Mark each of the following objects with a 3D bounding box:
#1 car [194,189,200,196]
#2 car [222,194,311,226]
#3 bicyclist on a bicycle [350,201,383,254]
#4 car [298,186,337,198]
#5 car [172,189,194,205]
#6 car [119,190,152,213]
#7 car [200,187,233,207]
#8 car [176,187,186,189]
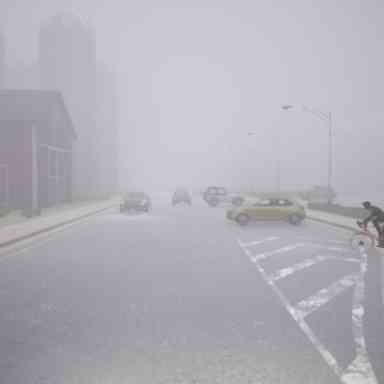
[{"bbox_3d":[2.261,-0.060,55.819,4.611,1.667,2.242,0,2,-2],"label":"car"},{"bbox_3d":[3.959,0.997,18.179,4.193,1.474,1.816,0,2,-2],"label":"car"},{"bbox_3d":[5.640,1.076,10.175,1.656,1.620,0.582,-10,-4,33],"label":"bicyclist on a bicycle"},{"bbox_3d":[15.929,0.127,42.206,4.605,1.855,1.932,0,2,-2],"label":"car"},{"bbox_3d":[-1.091,0.650,34.503,1.895,1.301,4.718,0,2,-3],"label":"car"},{"bbox_3d":[-4.411,0.688,26.496,2.097,1.767,4.553,0,2,-2],"label":"car"},{"bbox_3d":[2.987,0.436,31.628,3.866,1.878,1.905,0,2,-2],"label":"car"},{"bbox_3d":[-1.603,0.015,48.602,2.097,1.767,4.553,0,2,-2],"label":"car"}]
